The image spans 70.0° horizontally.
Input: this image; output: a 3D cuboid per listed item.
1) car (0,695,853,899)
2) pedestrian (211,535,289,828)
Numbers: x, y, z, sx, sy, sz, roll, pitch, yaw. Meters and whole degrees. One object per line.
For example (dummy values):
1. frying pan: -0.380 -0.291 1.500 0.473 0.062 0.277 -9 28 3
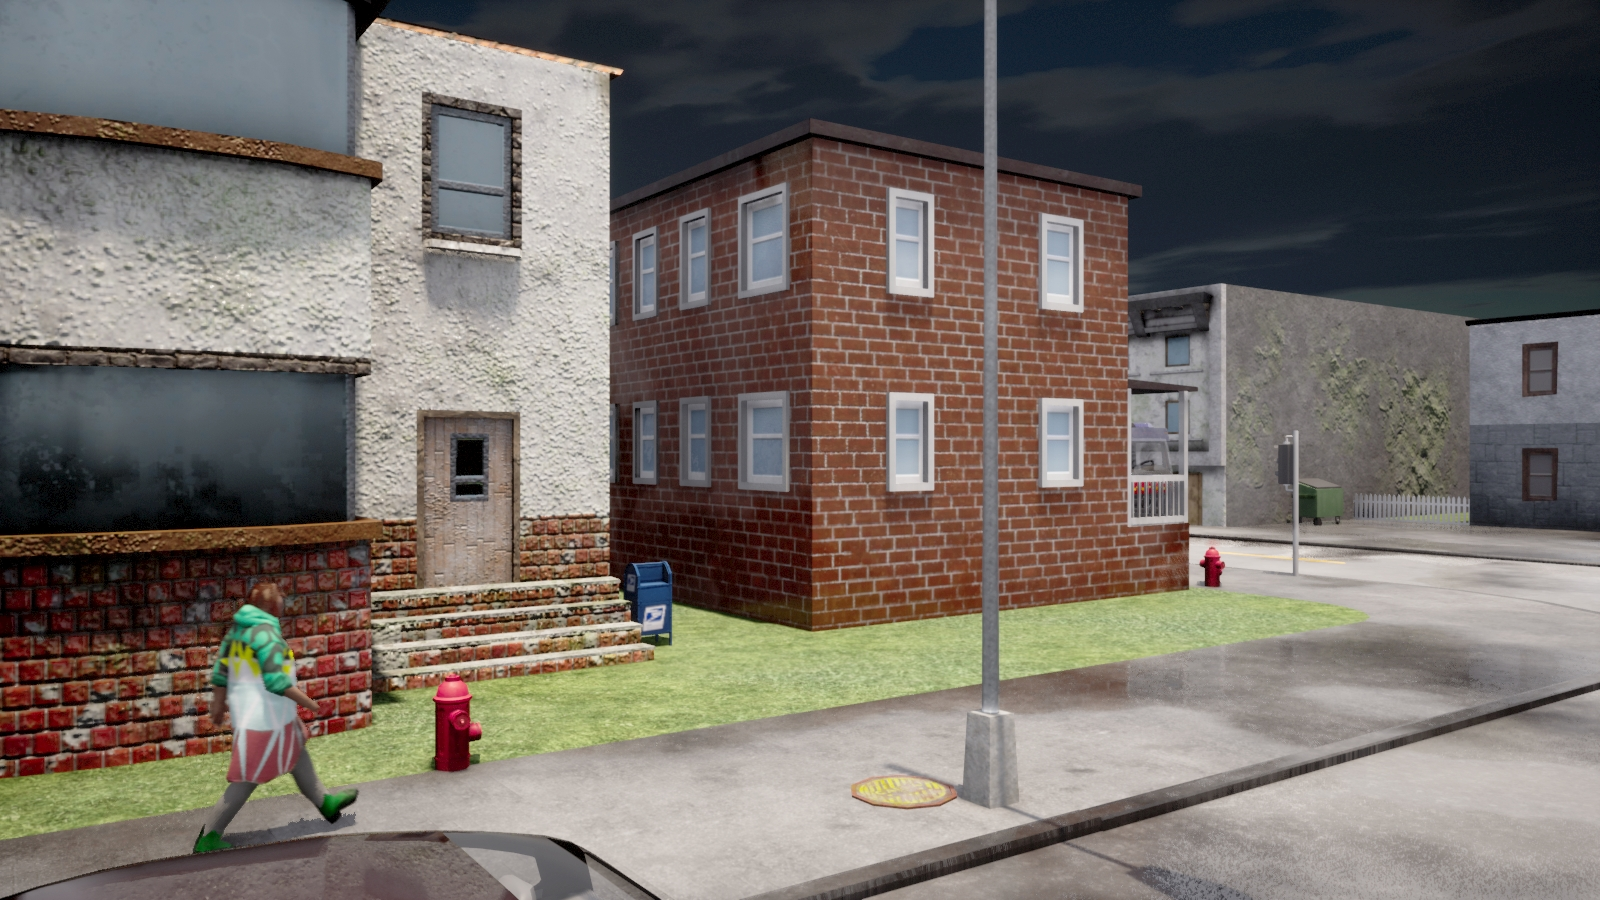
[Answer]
1. car: -1.878 1.806 3.034 3.705 1.549 1.789 0 0 -35
2. pedestrian: -3.700 1.524 7.683 0.375 1.860 0.375 0 0 -44
